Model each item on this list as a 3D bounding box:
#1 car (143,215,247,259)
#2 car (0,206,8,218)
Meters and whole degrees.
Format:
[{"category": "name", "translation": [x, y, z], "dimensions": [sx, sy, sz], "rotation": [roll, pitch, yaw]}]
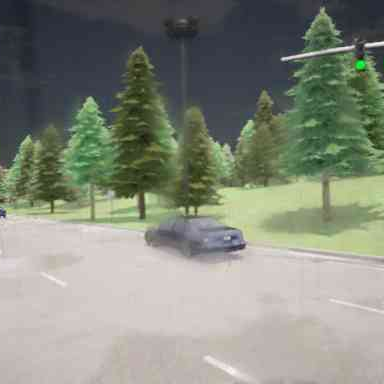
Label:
[{"category": "car", "translation": [-0.135, 1.650, 13.298], "dimensions": [2.033, 1.411, 5.357], "rotation": [-1, -1, -31]}, {"category": "car", "translation": [-23.993, 2.458, 40.758], "dimensions": [1.812, 1.442, 4.674], "rotation": [-1, -1, -41]}]
